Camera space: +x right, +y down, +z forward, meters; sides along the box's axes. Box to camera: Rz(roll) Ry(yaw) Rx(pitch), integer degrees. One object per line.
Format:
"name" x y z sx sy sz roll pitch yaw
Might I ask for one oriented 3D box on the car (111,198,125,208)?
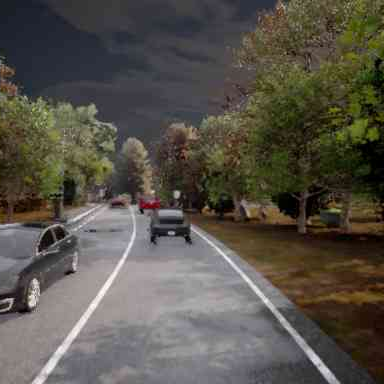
"car" -10.692 1.558 48.377 1.895 1.301 4.718 1 0 -11

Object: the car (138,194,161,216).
"car" -4.709 1.235 36.909 2.150 2.045 5.566 1 0 -12

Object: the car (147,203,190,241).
"car" -1.194 1.523 16.765 1.837 1.490 4.892 1 0 -7

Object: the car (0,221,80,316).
"car" -3.979 1.507 7.654 1.837 1.490 4.892 0 0 -4
